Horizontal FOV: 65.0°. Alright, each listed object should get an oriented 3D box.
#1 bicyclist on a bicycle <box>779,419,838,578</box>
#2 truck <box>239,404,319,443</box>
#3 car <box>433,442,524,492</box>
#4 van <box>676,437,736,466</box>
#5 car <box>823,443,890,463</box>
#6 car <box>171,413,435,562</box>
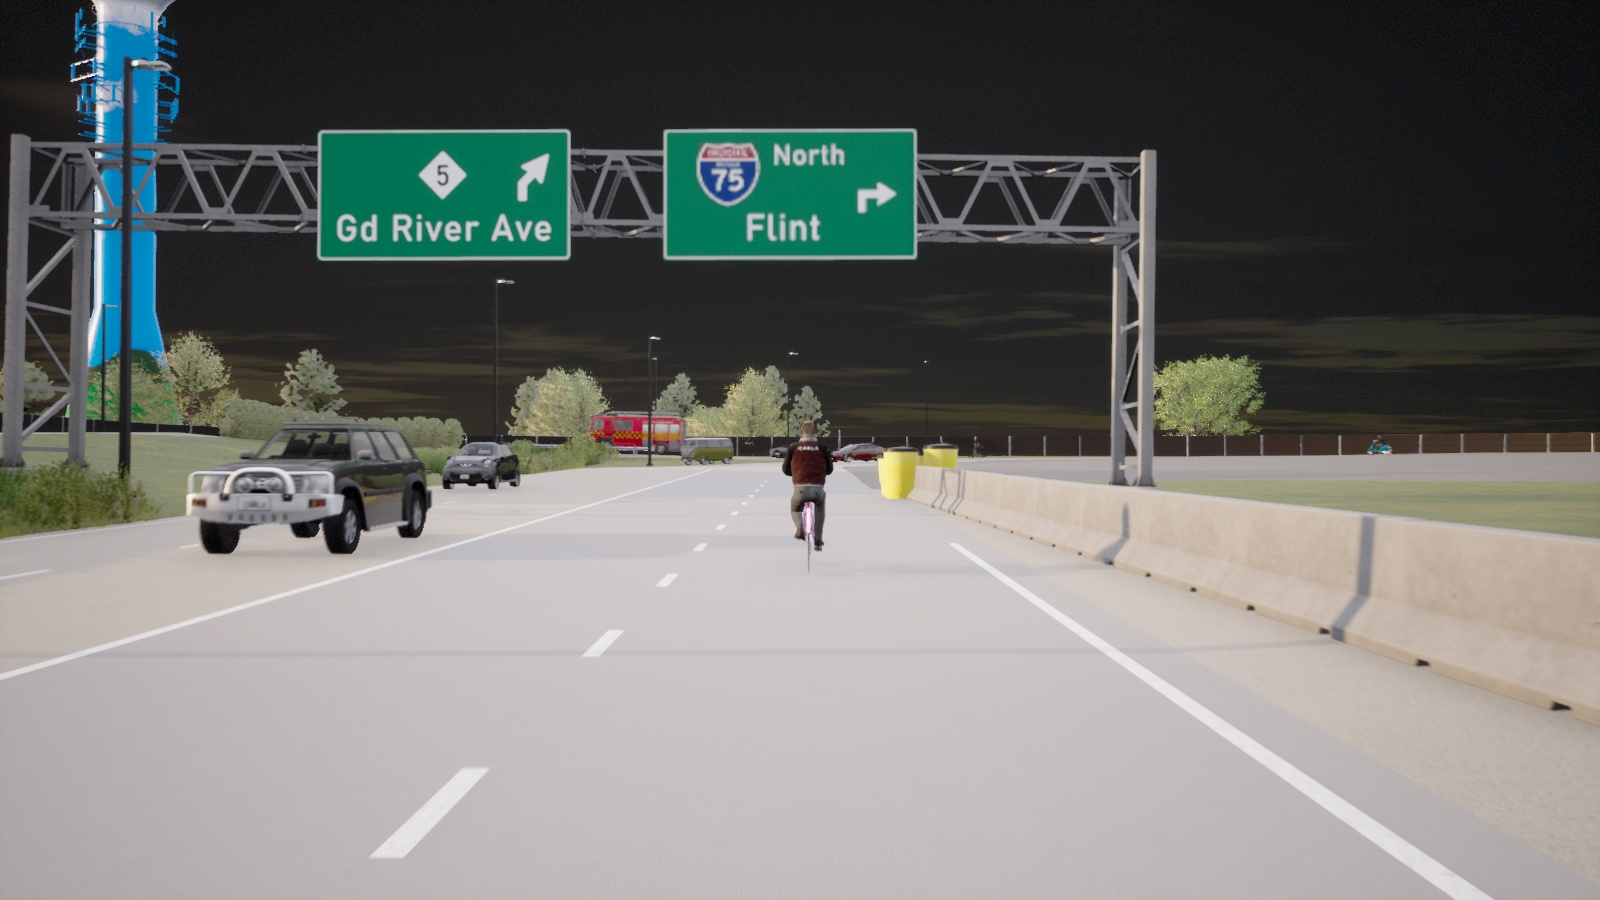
[{"bbox_3d":[0.101,0.532,14.953,0.659,1.776,1.843,0,1,0],"label":"bicyclist on a bicycle"},{"bbox_3d":[-37.607,-1.850,90.844,2.627,2.467,5.204,-1,-2,17],"label":"truck"},{"bbox_3d":[-10.194,0.503,40.086,1.845,1.501,3.633,0,0,2],"label":"car"},{"bbox_3d":[-6.727,0.100,90.084,1.775,1.987,4.442,-1,0,36],"label":"van"},{"bbox_3d":[4.322,0.244,96.582,4.792,1.488,2.163,-1,1,-34],"label":"car"},{"bbox_3d":[-6.881,0.449,17.996,1.932,1.855,4.605,0,0,0],"label":"car"}]
